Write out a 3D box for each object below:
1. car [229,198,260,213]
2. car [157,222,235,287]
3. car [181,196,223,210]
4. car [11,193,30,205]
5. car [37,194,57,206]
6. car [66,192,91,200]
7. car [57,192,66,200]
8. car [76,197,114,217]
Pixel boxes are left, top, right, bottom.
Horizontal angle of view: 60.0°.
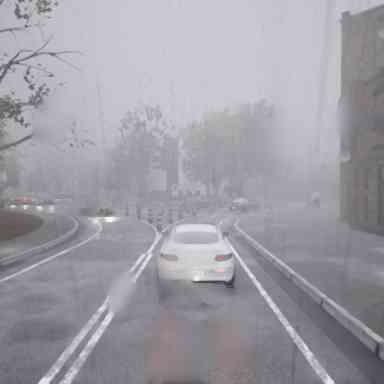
[{"bbox_3d":[5.505,1.356,34.988,1.812,1.442,4.674,0,1,35],"label":"car"},{"bbox_3d":[0.103,1.562,9.323,1.812,1.442,4.674,0,0,0],"label":"car"},{"bbox_3d":[1.195,1.263,38.625,4.892,1.490,1.837,0,2,-14],"label":"car"},{"bbox_3d":[-24.853,0.916,48.271,2.097,1.767,4.553,0,1,-20],"label":"car"},{"bbox_3d":[-20.772,1.092,47.117,1.837,1.490,4.892,-2,2,-29],"label":"car"},{"bbox_3d":[-21.789,0.783,65.125,1.994,1.385,4.181,0,1,24],"label":"car"},{"bbox_3d":[-25.293,0.779,65.078,1.994,1.385,4.181,0,1,20],"label":"car"},{"bbox_3d":[-8.745,1.480,30.305,1.994,1.385,4.181,-1,1,-36],"label":"car"}]
